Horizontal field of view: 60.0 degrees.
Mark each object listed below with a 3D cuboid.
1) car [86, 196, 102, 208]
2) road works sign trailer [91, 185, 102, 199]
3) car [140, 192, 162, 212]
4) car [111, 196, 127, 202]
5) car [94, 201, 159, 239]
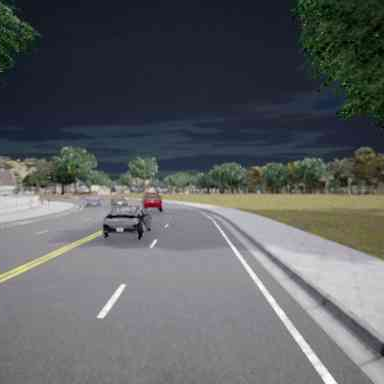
[{"bbox_3d":[-13.396,1.342,45.511,1.812,1.442,4.674,0,0,-17],"label":"car"},{"bbox_3d":[-24.591,0.023,84.237,2.880,3.560,2.380,0,1,43],"label":"road works sign trailer"},{"bbox_3d":[-4.540,1.060,37.011,2.150,2.045,5.566,0,0,-10],"label":"car"},{"bbox_3d":[-9.871,1.299,44.888,2.128,1.511,4.902,0,0,-16],"label":"car"},{"bbox_3d":[-3.152,1.425,16.946,2.128,1.511,4.902,0,0,0],"label":"car"}]
